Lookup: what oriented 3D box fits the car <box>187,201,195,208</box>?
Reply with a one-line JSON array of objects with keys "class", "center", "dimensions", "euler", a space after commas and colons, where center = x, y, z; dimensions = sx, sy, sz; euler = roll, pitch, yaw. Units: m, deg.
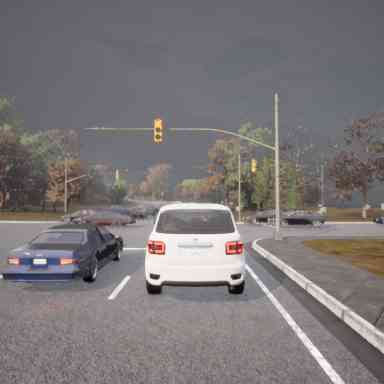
[{"class": "car", "center": [-0.185, 3.271, 87.743], "dimensions": [1.837, 1.490, 4.892], "euler": [0, 0, -3]}]

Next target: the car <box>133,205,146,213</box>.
[{"class": "car", "center": [-10.562, 3.468, 67.671], "dimensions": [1.895, 1.301, 4.718], "euler": [0, 0, 0]}]

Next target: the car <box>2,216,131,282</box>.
[{"class": "car", "center": [-3.425, 1.662, 9.977], "dimensions": [2.033, 1.411, 5.357], "euler": [0, -1, 0]}]

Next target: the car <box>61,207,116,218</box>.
[{"class": "car", "center": [-10.616, 2.510, 33.233], "dimensions": [4.902, 1.511, 2.128], "euler": [0, -3, 6]}]

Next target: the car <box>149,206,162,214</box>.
[{"class": "car", "center": [-7.090, 3.469, 65.187], "dimensions": [1.895, 1.301, 4.718], "euler": [0, 0, 0]}]

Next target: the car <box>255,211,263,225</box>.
[{"class": "car", "center": [7.418, 2.478, 32.522], "dimensions": [4.902, 1.511, 2.128], "euler": [0, -3, -1]}]

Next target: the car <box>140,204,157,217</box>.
[{"class": "car", "center": [-7.132, 2.997, 55.266], "dimensions": [2.150, 2.045, 5.566], "euler": [0, -1, 0]}]

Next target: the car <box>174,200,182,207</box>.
[{"class": "car", "center": [-3.661, 3.077, 87.387], "dimensions": [1.882, 1.535, 5.008], "euler": [0, 0, -3]}]

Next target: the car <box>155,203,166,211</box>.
[{"class": "car", "center": [-7.058, 3.367, 75.885], "dimensions": [2.033, 1.411, 5.357], "euler": [0, 0, 0]}]

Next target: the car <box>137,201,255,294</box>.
[{"class": "car", "center": [0.076, 1.318, 9.125], "dimensions": [2.150, 2.045, 5.566], "euler": [0, -1, 0]}]

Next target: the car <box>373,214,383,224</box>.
[{"class": "car", "center": [20.268, 2.568, 32.917], "dimensions": [4.181, 1.385, 1.994], "euler": [0, -3, -3]}]

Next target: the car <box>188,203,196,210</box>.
[{"class": "car", "center": [-0.060, 3.318, 77.591], "dimensions": [1.837, 1.490, 4.892], "euler": [0, 0, 0]}]

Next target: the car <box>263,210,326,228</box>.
[{"class": "car", "center": [9.094, 2.320, 28.964], "dimensions": [4.902, 1.511, 2.128], "euler": [0, -3, -3]}]

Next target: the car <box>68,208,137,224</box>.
[{"class": "car", "center": [-7.711, 2.396, 29.408], "dimensions": [5.357, 1.411, 2.033], "euler": [0, -3, 4]}]

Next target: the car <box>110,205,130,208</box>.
[{"class": "car", "center": [-10.644, 2.800, 47.095], "dimensions": [2.150, 2.045, 5.566], "euler": [0, -2, -2]}]
